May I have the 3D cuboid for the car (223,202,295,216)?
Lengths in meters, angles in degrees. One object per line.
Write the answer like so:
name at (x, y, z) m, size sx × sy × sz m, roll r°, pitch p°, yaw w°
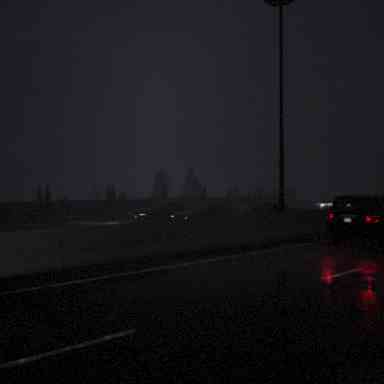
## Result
car at (4.537, 1.381, 20.735) m, size 4.902 × 1.511 × 2.128 m, roll -1°, pitch 0°, yaw -41°

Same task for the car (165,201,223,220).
car at (1.132, 1.450, 22.357) m, size 5.357 × 1.411 × 2.033 m, roll 0°, pitch 0°, yaw -40°

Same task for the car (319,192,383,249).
car at (7.858, 1.119, 14.082) m, size 5.566 × 2.045 × 2.150 m, roll -1°, pitch 0°, yaw -40°

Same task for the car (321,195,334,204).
car at (23.280, 1.234, 57.056) m, size 1.895 × 1.301 × 4.718 m, roll 0°, pitch 0°, yaw 25°

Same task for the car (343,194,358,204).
car at (26.049, 1.116, 54.815) m, size 2.128 × 1.511 × 4.902 m, roll 0°, pitch 0°, yaw 25°

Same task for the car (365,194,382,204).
car at (30.251, 1.092, 55.570) m, size 2.128 × 1.511 × 4.902 m, roll 0°, pitch 0°, yaw 24°

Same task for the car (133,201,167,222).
car at (-1.989, 1.417, 24.397) m, size 4.892 × 1.490 × 1.837 m, roll -1°, pitch 1°, yaw -39°
